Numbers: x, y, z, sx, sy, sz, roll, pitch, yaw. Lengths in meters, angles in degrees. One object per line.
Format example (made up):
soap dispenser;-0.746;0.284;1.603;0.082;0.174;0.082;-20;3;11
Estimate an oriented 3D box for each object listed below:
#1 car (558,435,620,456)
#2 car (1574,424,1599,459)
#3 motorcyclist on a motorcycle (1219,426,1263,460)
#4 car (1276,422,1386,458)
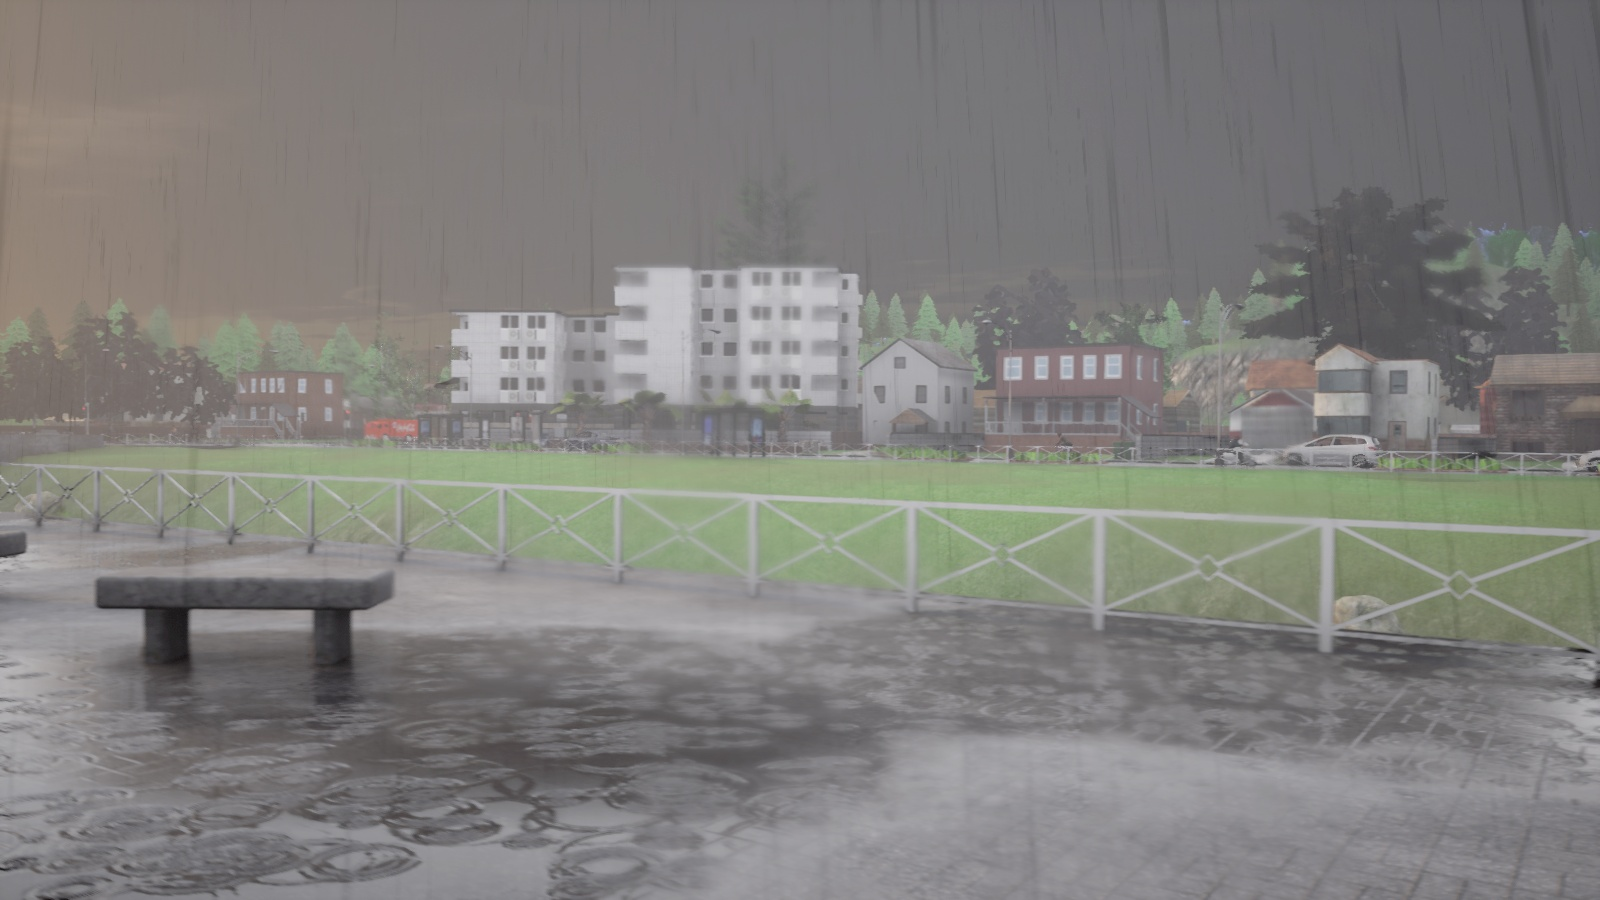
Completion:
car;-14.835;-0.324;88.153;4.193;1.474;1.816;0;1;34
car;36.133;-0.390;54.274;4.514;1.525;2.007;0;1;34
motorcyclist on a motorcycle;20.936;-0.318;59.572;1.817;1.590;0.866;0;1;34
car;25.833;-0.492;61.118;4.611;1.667;2.242;0;1;34
